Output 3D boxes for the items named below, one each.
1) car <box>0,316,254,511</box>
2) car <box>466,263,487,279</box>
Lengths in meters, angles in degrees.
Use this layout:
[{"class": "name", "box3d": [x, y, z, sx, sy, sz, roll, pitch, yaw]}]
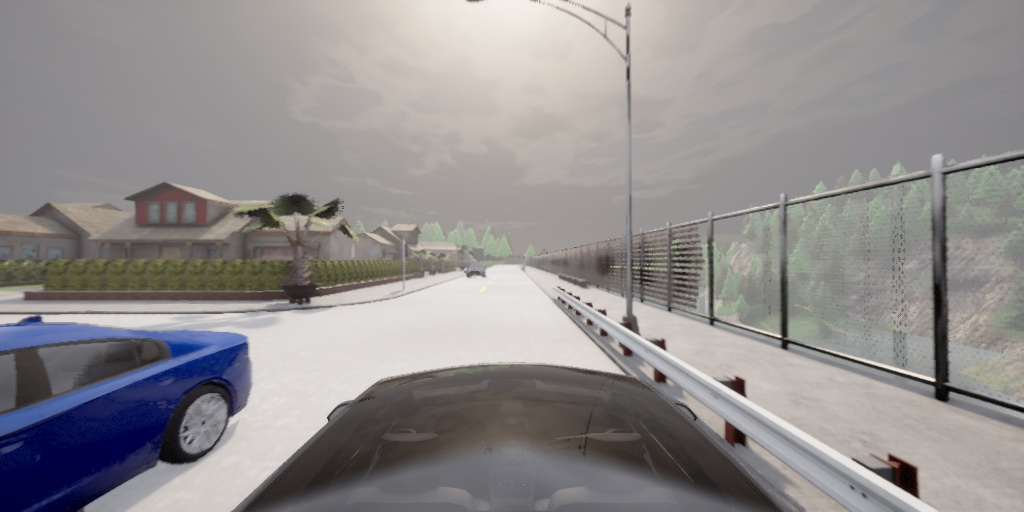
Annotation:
[{"class": "car", "box3d": [-3.999, 1.265, 2.148, 1.882, 1.535, 5.008, 0, -1, 0]}, {"class": "car", "box3d": [-3.998, 1.558, 40.797, 2.097, 1.767, 4.553, 0, -1, 0]}]
